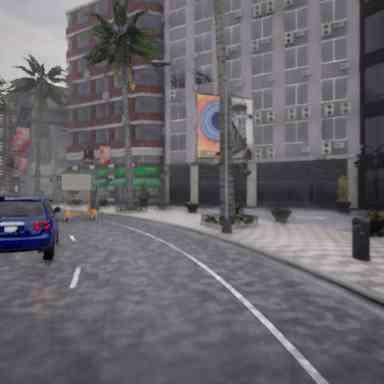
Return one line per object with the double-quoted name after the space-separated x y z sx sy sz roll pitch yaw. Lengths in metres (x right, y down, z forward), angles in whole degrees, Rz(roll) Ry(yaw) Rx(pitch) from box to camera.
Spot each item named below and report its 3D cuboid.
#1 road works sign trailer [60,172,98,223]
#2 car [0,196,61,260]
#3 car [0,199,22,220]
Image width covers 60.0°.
-8.637 0.315 24.715 2.380 3.560 2.880 -1 1 -41 "road works sign trailer"
-6.039 1.158 11.936 2.150 2.045 5.566 0 0 -20 "car"
-16.038 1.367 27.573 2.128 1.511 4.902 -1 1 -43 "car"
